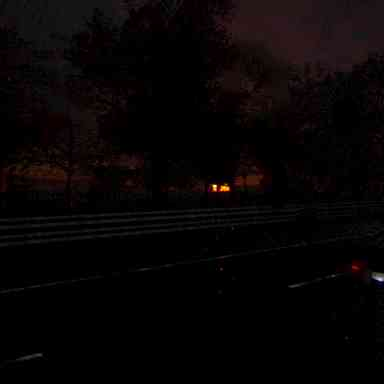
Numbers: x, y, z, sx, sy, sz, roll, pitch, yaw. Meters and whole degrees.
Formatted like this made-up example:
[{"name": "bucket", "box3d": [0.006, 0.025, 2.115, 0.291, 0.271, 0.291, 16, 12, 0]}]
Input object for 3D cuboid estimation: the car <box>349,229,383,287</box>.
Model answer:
[{"name": "car", "box3d": [5.488, 1.436, 7.709, 4.674, 1.442, 1.812, -1, 1, -35]}]
